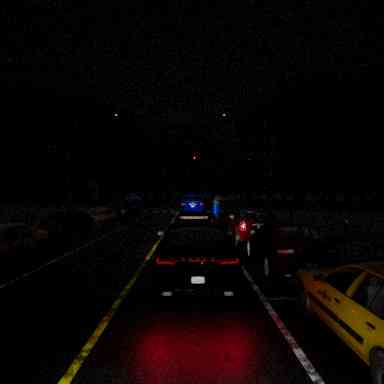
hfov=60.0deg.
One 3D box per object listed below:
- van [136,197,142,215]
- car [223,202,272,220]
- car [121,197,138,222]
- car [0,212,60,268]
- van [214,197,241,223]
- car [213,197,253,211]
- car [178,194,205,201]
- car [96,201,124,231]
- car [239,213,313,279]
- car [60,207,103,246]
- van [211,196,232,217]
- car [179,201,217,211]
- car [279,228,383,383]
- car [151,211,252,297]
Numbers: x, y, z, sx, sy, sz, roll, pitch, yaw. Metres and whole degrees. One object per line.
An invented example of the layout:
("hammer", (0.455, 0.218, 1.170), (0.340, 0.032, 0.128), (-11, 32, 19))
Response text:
("van", (-5.781, 1.346, 31.596), (1.690, 1.788, 3.998), (0, 0, 0))
("car", (2.752, 1.441, 15.287), (1.967, 1.590, 4.097), (0, 0, 0))
("car", (-5.778, 1.443, 26.158), (1.967, 1.590, 4.097), (0, 0, 0))
("car", (-5.770, 1.526, 9.676), (1.752, 1.417, 4.829), (0, 0, 0))
("van", (2.747, 1.344, 26.162), (1.690, 1.788, 3.998), (0, 0, 0))
("car", (2.750, 1.317, 20.725), (2.192, 1.841, 5.009), (0, 0, 0))
("car", (0.009, 1.226, 29.438), (2.150, 2.045, 5.566), (0, 0, -2))
("car", (-5.775, 1.527, 20.551), (1.752, 1.417, 4.829), (0, 0, 0))
("car", (2.755, 1.545, 9.850), (1.887, 1.381, 4.507), (0, 0, 0))
("car", (-5.773, 1.567, 15.283), (1.947, 1.339, 4.313), (0, 0, 0))
("van", (2.745, 1.346, 31.600), (1.690, 1.788, 3.998), (0, 0, 0))
("car", (0.087, 1.493, 19.071), (2.128, 1.511, 4.902), (0, 0, 0))
("car", (2.758, 1.525, 4.582), (1.752, 1.417, 4.829), (0, 0, 0))
("car", (0.090, 1.478, 8.627), (1.882, 1.535, 5.008), (0, 0, 0))
